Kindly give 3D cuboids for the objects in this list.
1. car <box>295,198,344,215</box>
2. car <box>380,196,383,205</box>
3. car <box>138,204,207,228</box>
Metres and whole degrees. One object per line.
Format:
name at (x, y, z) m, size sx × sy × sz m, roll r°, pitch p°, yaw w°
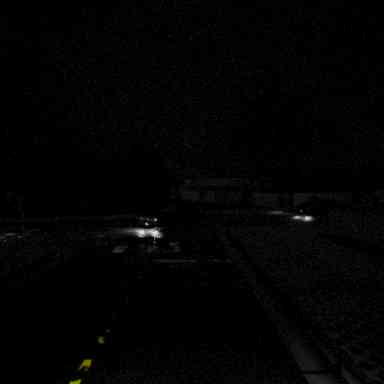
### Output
car at (12.271, 1.320, 31.794) m, size 5.357 × 1.411 × 2.033 m, roll -1°, pitch 3°, yaw -32°
car at (25.251, 0.718, 40.785) m, size 5.566 × 2.045 × 2.150 m, roll -1°, pitch 3°, yaw -38°
car at (-1.148, 1.563, 22.699) m, size 2.033 × 1.411 × 5.357 m, roll 1°, pitch 1°, yaw 39°
